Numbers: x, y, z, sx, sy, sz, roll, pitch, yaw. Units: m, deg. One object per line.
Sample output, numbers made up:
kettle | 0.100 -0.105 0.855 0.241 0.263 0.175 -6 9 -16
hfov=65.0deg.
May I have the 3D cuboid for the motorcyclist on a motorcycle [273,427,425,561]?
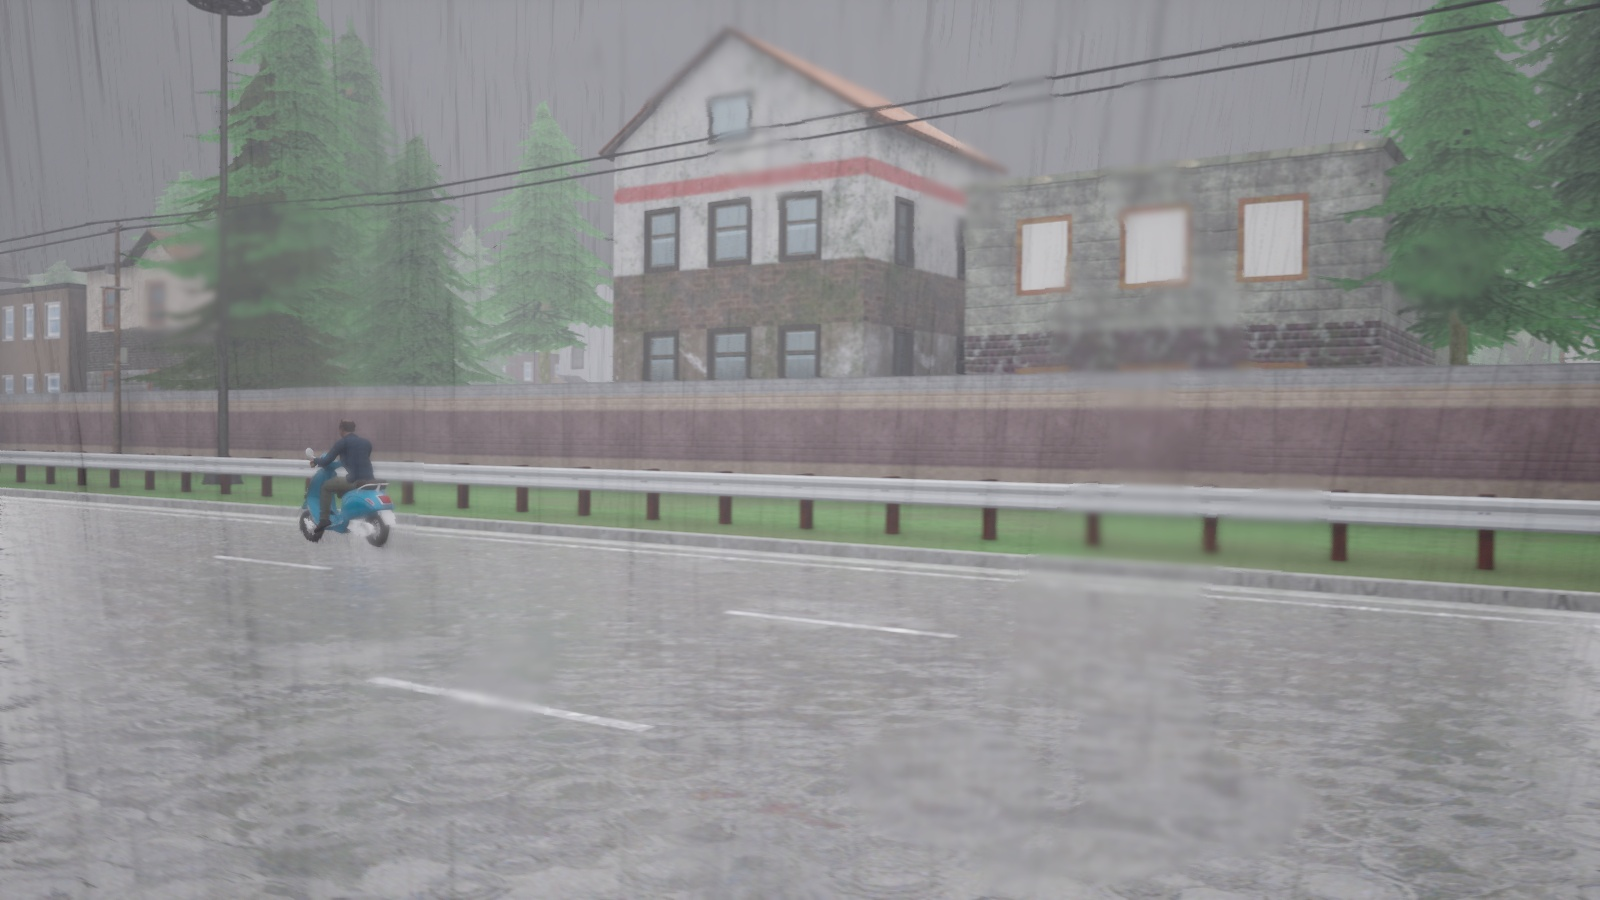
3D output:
motorcyclist on a motorcycle | -5.685 0.521 15.803 1.817 1.590 0.866 0 1 34
